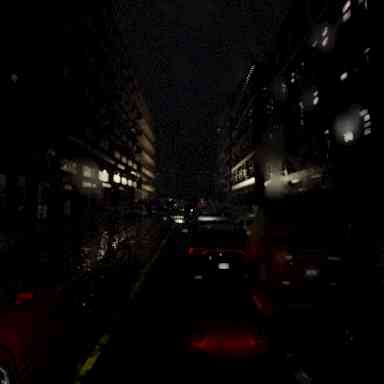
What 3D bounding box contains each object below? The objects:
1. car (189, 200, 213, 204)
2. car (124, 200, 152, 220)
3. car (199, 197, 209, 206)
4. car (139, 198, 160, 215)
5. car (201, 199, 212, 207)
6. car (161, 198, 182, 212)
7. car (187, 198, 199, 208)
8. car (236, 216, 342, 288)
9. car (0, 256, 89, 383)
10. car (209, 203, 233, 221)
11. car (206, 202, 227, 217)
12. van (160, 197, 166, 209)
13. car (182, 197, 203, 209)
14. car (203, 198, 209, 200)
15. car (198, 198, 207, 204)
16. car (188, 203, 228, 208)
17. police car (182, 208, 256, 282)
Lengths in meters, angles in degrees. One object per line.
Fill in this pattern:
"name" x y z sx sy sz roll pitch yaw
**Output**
"car" 0.873 1.704 26.296 1.801 1.575 5.366 0 -1 0
"car" -5.237 1.827 31.459 1.752 1.417 4.829 2 -1 0
"car" 2.697 2.122 75.798 2.192 1.841 5.009 1 -1 0
"car" -5.221 1.675 37.162 2.192 1.841 5.009 2 -1 0
"car" 2.715 2.112 64.735 1.967 1.590 4.097 1 -1 0
"car" -2.758 1.946 44.842 1.837 1.490 4.892 0 -1 0
"car" 0.114 1.977 60.797 2.097 1.767 4.553 0 -1 0
"car" 2.601 1.630 9.429 1.887 1.381 4.507 1 -1 0
"car" -2.843 1.603 4.346 1.994 1.385 4.181 0 0 0
"car" 2.642 1.848 31.551 1.887 1.381 4.507 1 -1 0
"car" 2.652 1.911 37.082 2.008 1.369 4.403 1 -1 0
"van" -5.201 1.820 48.220 1.690 1.788 3.998 2 -1 0
"car" 0.094 1.685 46.800 2.150 2.045 5.566 0 -1 0
"car" 2.684 2.086 53.673 1.887 1.381 4.507 1 -1 0
"car" 2.714 2.389 86.859 1.967 1.590 4.097 1 -1 0
"car" 0.861 1.665 20.103 1.882 1.535 5.008 0 -1 0
"police car" 0.727 1.518 10.209 1.930 1.638 5.238 0 -1 0
